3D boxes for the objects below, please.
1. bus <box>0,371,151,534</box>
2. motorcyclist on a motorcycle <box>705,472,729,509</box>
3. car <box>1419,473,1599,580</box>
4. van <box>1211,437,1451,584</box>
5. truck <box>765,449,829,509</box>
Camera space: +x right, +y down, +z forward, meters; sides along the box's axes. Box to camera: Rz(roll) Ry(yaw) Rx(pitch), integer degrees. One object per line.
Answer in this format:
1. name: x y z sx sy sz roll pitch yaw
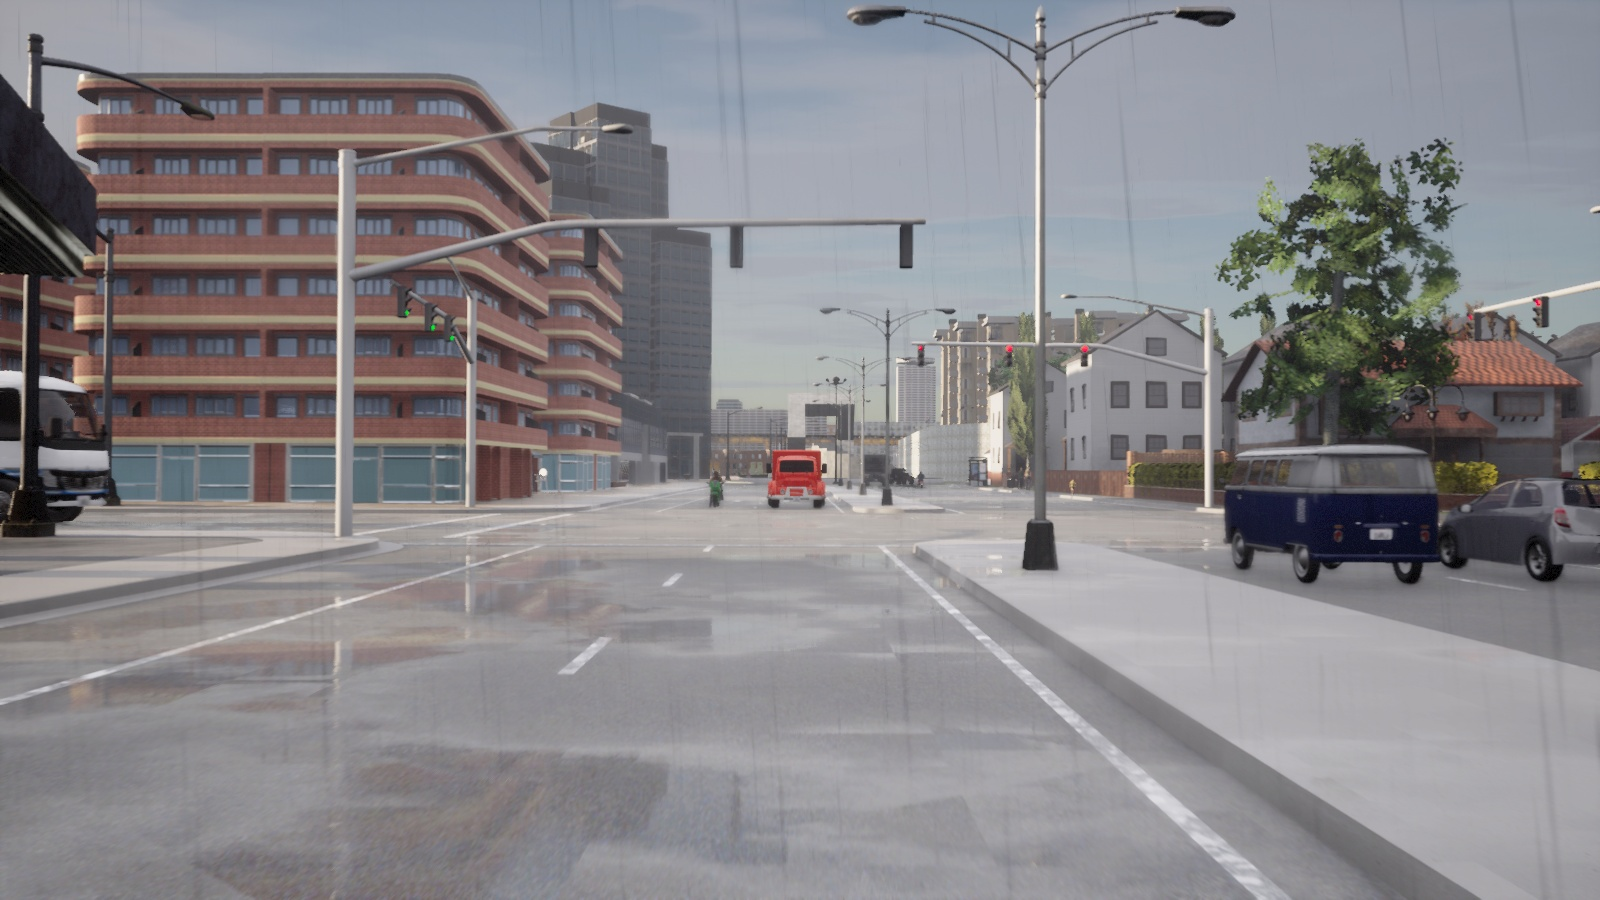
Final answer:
1. bus: -24.097 0.115 34.692 10.273 4.253 3.944 0 -1 -1
2. motorcyclist on a motorcycle: -3.536 1.708 53.596 0.797 1.523 2.044 0 -1 2
3. car: 11.452 1.110 19.533 1.845 1.501 3.633 0 -1 0
4. van: 7.952 0.859 19.308 1.775 1.987 4.442 0 -1 0
5. truck: -0.135 1.244 54.625 2.627 2.467 5.204 0 -1 0
